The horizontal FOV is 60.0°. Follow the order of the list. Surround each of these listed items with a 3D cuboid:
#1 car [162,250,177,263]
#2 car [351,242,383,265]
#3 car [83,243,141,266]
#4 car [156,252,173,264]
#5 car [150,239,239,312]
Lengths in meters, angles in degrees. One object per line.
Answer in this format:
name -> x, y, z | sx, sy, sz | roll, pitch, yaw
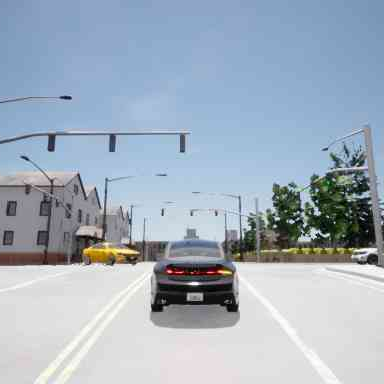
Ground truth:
car -> -3.645, 10.736, 54.960 | 2.150, 2.045, 5.566 | 0, -12, 0
car -> 16.848, 5.316, 28.806 | 5.566, 2.045, 2.150 | 0, -12, 1
car -> -5.354, 4.112, 22.079 | 1.882, 1.535, 5.008 | 14, -18, -43
car -> -3.640, 8.889, 44.539 | 1.812, 1.442, 4.674 | 0, -12, 0
car -> 0.061, 1.986, 8.594 | 1.837, 1.490, 4.892 | 0, -7, 0
